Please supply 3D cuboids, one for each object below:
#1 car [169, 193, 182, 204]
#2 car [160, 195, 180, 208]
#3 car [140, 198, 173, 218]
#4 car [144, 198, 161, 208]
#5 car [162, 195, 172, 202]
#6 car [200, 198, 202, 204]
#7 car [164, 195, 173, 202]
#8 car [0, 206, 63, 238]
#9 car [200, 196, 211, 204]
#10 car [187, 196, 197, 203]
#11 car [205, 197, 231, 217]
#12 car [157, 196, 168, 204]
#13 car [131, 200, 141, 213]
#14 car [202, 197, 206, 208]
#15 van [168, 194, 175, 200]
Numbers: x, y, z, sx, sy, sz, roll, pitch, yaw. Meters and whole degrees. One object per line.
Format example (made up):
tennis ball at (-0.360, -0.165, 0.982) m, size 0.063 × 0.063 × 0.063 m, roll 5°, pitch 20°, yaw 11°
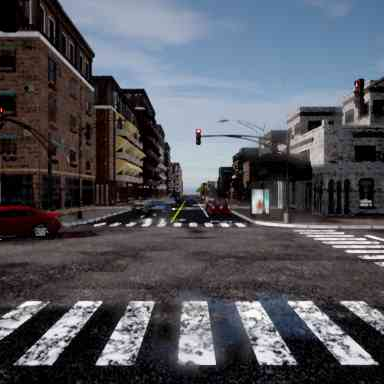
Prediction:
car at (-3.126, 1.248, 64.708) m, size 2.150 × 2.045 × 5.566 m, roll 0°, pitch 0°, yaw 0°
car at (-3.186, 1.568, 48.655) m, size 2.033 × 1.411 × 5.357 m, roll 0°, pitch 0°, yaw 0°
car at (-3.160, 1.553, 30.795) m, size 2.033 × 1.411 × 5.357 m, roll 0°, pitch 0°, yaw 0°
car at (-5.789, 1.571, 48.888) m, size 2.008 × 1.369 × 4.403 m, roll 0°, pitch 0°, yaw 0°
car at (-5.846, 1.497, 77.370) m, size 1.967 × 1.590 × 4.097 m, roll 0°, pitch 0°, yaw 0°
car at (2.591, 1.571, 48.916) m, size 2.008 × 1.369 × 4.403 m, roll 0°, pitch 0°, yaw 0°
car at (-5.855, 1.592, 82.897) m, size 1.752 × 1.417 × 4.829 m, roll -1°, pitch 0°, yaw 0°
car at (-9.028, 1.446, 16.361) m, size 5.008 × 1.535 × 1.882 m, roll 0°, pitch 2°, yaw -25°
car at (2.559, 1.591, 66.006) m, size 2.008 × 1.369 × 4.403 m, roll -1°, pitch 0°, yaw 0°
car at (-0.045, 1.593, 70.279) m, size 2.033 × 1.411 × 5.357 m, roll 0°, pitch 0°, yaw 0°
car at (2.623, 1.446, 31.825) m, size 1.967 × 1.590 × 4.097 m, roll 0°, pitch 0°, yaw 0°
car at (-5.822, 1.565, 65.807) m, size 1.752 × 1.417 × 4.829 m, roll 0°, pitch 0°, yaw 0°
car at (-5.767, 1.561, 37.494) m, size 2.008 × 1.369 × 4.403 m, roll 0°, pitch 0°, yaw 0°
car at (2.602, 1.597, 43.219) m, size 1.802 × 1.307 × 4.206 m, roll 0°, pitch 0°, yaw 0°
van at (-5.879, 1.430, 94.460) m, size 1.690 × 1.788 × 3.998 m, roll -1°, pitch 0°, yaw 0°
